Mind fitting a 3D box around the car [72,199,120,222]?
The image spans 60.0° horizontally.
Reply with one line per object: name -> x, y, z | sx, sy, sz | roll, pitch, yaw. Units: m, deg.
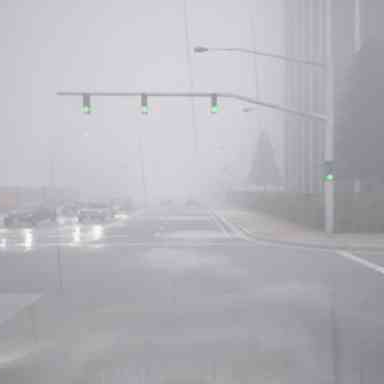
car -> -7.099, 1.451, 25.086 | 1.895, 1.301, 4.718 | 0, 0, 0

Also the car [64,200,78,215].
car -> -10.592, 1.408, 31.379 | 1.895, 1.301, 4.718 | 0, 0, 0

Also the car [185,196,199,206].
car -> 0.001, 1.237, 46.699 | 2.033, 1.411, 5.357 | 0, 0, 0

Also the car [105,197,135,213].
car -> -7.086, 1.274, 34.414 | 2.128, 1.511, 4.902 | 0, 0, 0

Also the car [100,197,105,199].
car -> -10.549, 1.283, 41.290 | 2.033, 1.411, 5.357 | 0, 0, 1

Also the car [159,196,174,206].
car -> -3.500, 1.241, 46.500 | 2.033, 1.411, 5.357 | 0, 0, 0

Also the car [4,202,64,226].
car -> -10.600, 1.399, 22.276 | 1.812, 1.442, 4.674 | 0, 0, 0
